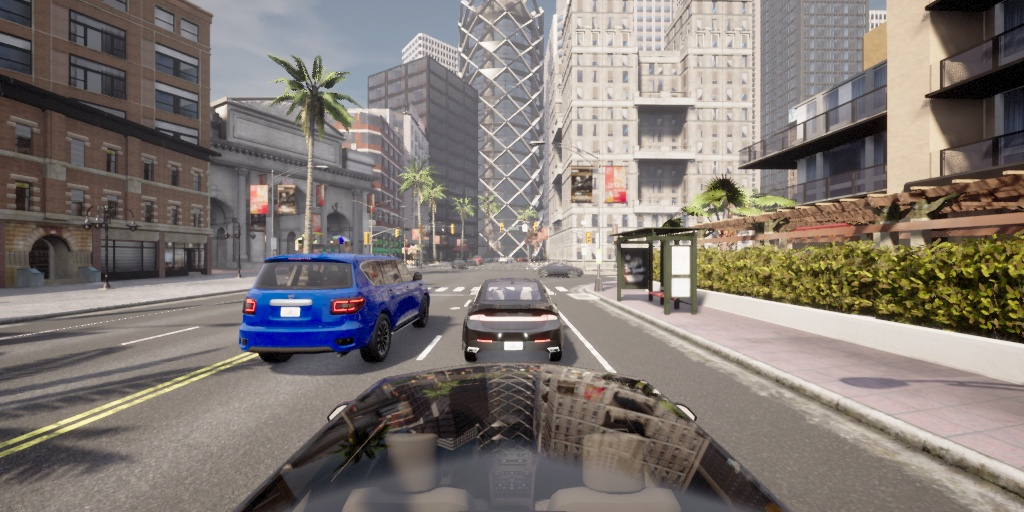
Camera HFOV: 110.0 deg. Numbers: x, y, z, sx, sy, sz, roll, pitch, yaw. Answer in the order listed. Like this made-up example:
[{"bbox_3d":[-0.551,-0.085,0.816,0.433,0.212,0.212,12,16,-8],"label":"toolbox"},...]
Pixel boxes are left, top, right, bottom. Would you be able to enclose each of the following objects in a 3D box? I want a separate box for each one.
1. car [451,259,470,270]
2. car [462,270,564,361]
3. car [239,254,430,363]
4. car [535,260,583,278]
[{"bbox_3d":[-7.621,1.255,51.810,1.837,1.490,4.892,0,0,-1],"label":"car"},{"bbox_3d":[0.013,1.241,8.228,2.128,1.511,4.902,0,0,0],"label":"car"},{"bbox_3d":[-3.489,0.971,8.313,2.150,2.045,5.566,0,0,0],"label":"car"},{"bbox_3d":[4.524,1.313,33.457,4.181,1.385,1.994,0,0,15],"label":"car"}]
